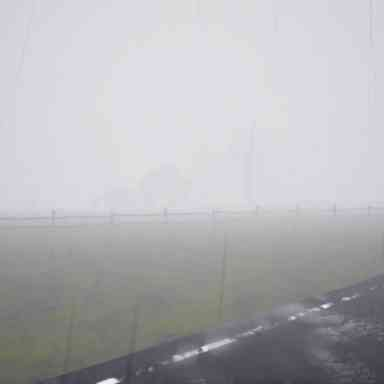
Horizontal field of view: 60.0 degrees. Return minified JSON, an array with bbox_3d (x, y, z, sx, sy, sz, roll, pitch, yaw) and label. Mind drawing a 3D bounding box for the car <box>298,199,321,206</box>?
[{"bbox_3d":[24.404,2.231,69.299,2.033,1.411,5.357,1,-1,-18],"label":"car"}]
